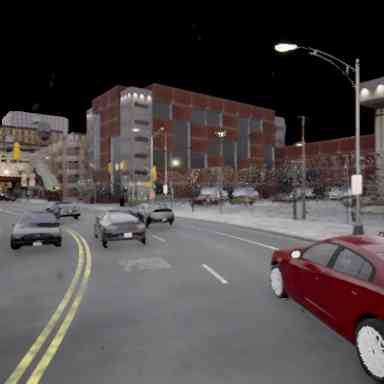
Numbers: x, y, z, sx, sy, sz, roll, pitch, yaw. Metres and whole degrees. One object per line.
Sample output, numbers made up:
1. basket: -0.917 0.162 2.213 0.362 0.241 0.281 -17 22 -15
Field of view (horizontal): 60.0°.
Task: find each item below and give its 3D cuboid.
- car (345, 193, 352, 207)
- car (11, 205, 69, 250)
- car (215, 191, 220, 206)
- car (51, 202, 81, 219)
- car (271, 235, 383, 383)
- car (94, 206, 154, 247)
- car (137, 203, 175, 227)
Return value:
1. car: 20.895 1.207 41.402 2.002 1.452 4.674 0 0 -38
2. car: -6.822 1.554 14.849 2.033 1.411 5.357 0 0 -24
3. car: 1.640 1.140 47.752 2.185 1.767 4.553 0 0 -38
4. car: -10.966 1.551 28.004 2.033 1.411 5.357 0 0 -36
5. car: 2.879 1.449 5.453 1.882 1.535 5.008 0 0 -7
6. car: -3.343 1.510 15.136 1.812 1.442 4.674 -1 0 -21
7. car: -2.836 1.459 22.078 2.128 1.511 4.902 0 0 -29
